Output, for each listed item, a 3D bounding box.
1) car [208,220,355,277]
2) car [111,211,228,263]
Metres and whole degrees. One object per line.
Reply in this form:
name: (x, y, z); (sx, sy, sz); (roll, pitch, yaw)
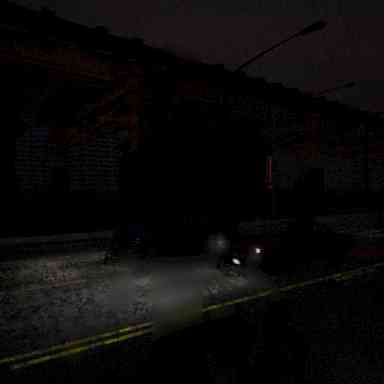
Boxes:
car: (3.027, 1.602, 10.424); (4.718, 1.301, 1.895); (0, 0, -35)
car: (-0.451, 1.478, 12.249); (5.008, 1.535, 1.882); (0, 0, -35)
